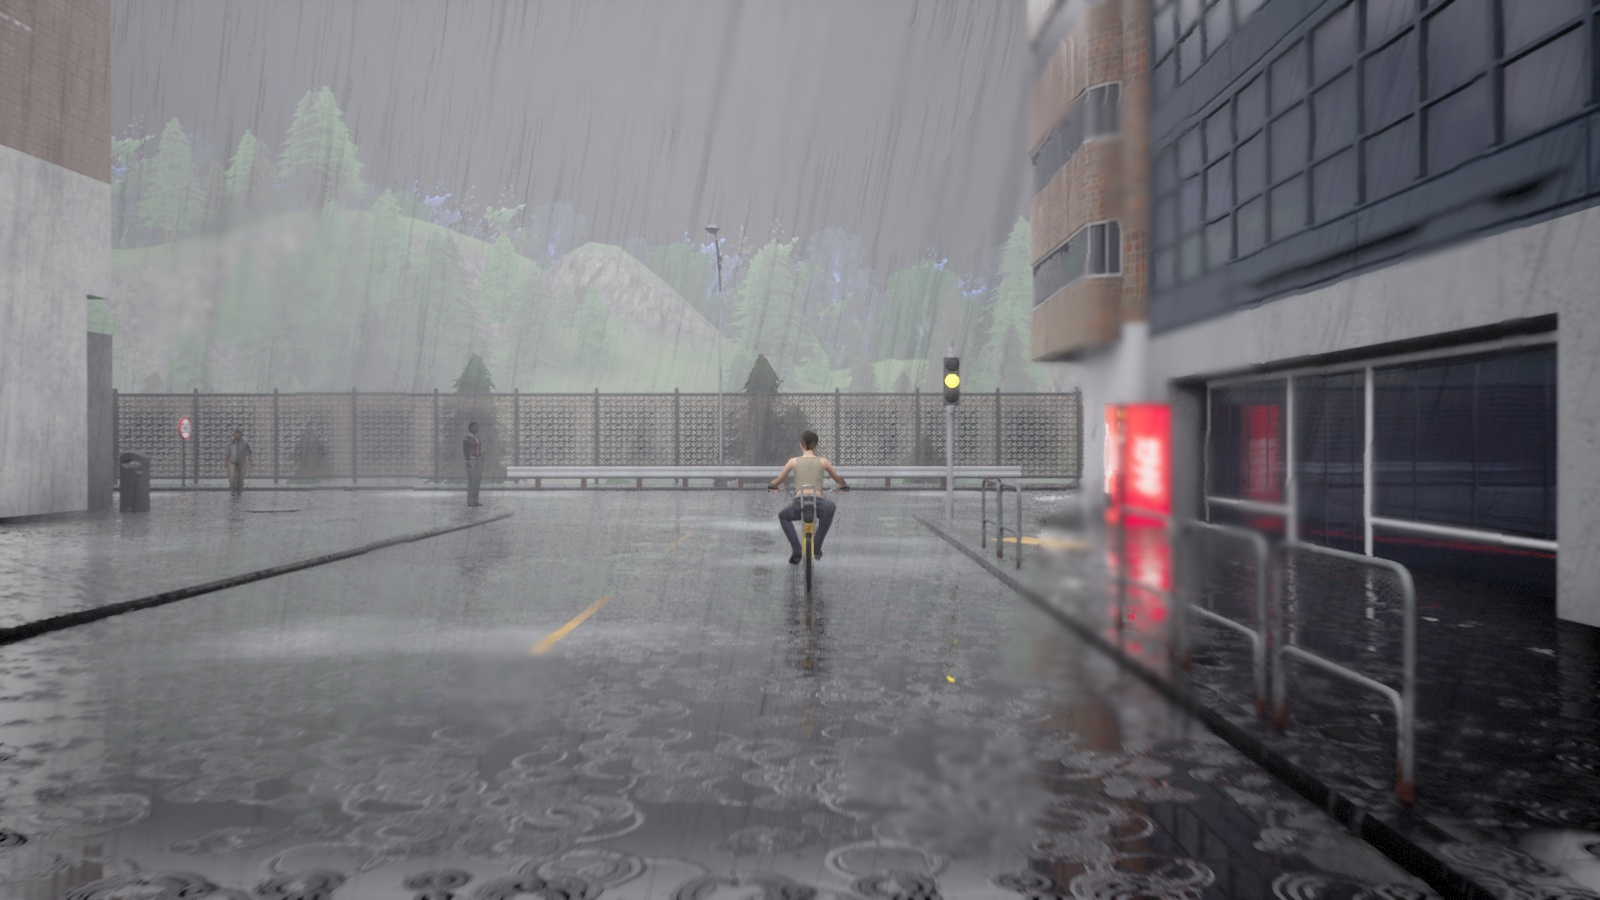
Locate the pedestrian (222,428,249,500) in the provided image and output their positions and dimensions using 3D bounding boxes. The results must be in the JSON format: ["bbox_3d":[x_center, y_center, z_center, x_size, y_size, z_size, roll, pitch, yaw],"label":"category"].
[{"bbox_3d":[-14.723,0.351,32.762,0.540,1.848,0.694,0,0,-17],"label":"pedestrian"}]

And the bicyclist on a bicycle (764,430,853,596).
[{"bbox_3d":[0.089,0.610,12.949,0.866,1.612,1.509,0,0,0],"label":"bicyclist on a bicycle"}]

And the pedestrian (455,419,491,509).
[{"bbox_3d":[-7.069,0.295,27.168,0.666,1.930,0.402,0,0,33],"label":"pedestrian"}]
